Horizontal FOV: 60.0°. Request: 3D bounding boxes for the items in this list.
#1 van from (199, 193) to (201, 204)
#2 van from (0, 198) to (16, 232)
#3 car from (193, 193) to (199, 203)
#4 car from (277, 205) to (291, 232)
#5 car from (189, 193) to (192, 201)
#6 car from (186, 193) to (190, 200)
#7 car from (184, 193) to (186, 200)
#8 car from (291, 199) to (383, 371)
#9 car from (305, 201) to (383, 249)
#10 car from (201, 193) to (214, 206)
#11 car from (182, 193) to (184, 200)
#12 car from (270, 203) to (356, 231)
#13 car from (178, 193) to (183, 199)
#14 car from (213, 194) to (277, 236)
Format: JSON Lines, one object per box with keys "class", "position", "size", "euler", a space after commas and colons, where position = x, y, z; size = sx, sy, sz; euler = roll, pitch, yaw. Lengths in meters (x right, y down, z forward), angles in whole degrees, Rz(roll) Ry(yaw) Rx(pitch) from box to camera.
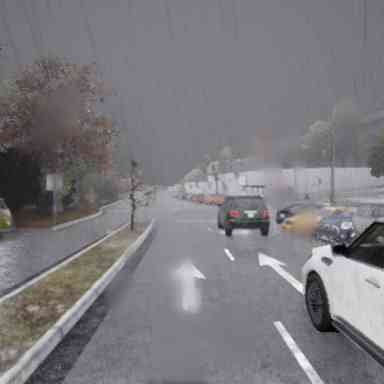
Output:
{"class": "van", "position": [4.102, 1.352, 61.313], "size": [4.442, 1.987, 1.878], "euler": [0, 0, -27]}
{"class": "van", "position": [-10.721, 1.255, 15.507], "size": [4.442, 1.987, 1.878], "euler": [-1, 0, -22]}
{"class": "car", "position": [3.806, 1.318, 64.337], "size": [5.566, 2.045, 2.435], "euler": [1, 0, -27]}
{"class": "car", "position": [7.250, 1.444, 17.561], "size": [5.366, 1.575, 1.946], "euler": [1, 0, -22]}
{"class": "car", "position": [2.816, 1.540, 73.387], "size": [5.366, 1.575, 1.946], "euler": [0, 0, -28]}
{"class": "car", "position": [2.277, 1.281, 76.290], "size": [5.566, 2.045, 2.435], "euler": [0, 0, -28]}
{"class": "car", "position": [1.453, 1.519, 82.222], "size": [4.892, 1.521, 2.231], "euler": [1, 0, -28]}
{"class": "car", "position": [3.054, 1.215, 3.616], "size": [2.150, 2.045, 5.566], "euler": [0, 0, -1]}
{"class": "car", "position": [7.557, 1.329, 14.623], "size": [4.553, 1.767, 2.185], "euler": [1, 0, -22]}
{"class": "car", "position": [4.530, 1.463, 58.367], "size": [4.553, 1.767, 2.185], "euler": [0, 0, -27]}
{"class": "car", "position": [0.610, 1.382, 88.158], "size": [4.553, 1.767, 2.185], "euler": [1, 0, -28]}
{"class": "car", "position": [7.484, 1.480, 20.613], "size": [4.792, 1.488, 2.163], "euler": [1, 0, -23]}
{"class": "car", "position": [-0.145, 1.257, 94.137], "size": [5.566, 2.045, 2.435], "euler": [1, 0, -28]}
{"class": "car", "position": [2.691, 1.193, 18.367], "size": [2.150, 2.045, 5.566], "euler": [0, 0, -2]}
